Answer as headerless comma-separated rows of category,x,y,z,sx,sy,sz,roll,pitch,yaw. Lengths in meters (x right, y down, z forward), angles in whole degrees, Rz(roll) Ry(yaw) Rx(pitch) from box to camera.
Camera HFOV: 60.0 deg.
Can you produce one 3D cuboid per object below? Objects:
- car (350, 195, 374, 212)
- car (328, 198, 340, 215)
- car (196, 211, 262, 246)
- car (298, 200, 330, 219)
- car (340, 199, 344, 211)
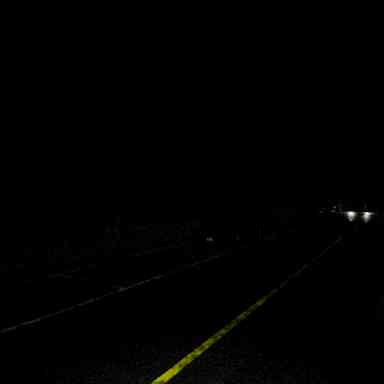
car,19.970,1.478,39.380,1.882,1.535,5.008,0,0,32
car,13.571,1.566,34.144,1.947,1.339,4.313,0,0,32
car,1.865,1.566,15.398,1.947,1.339,4.313,0,0,32
car,10.644,1.582,29.458,1.802,1.307,4.206,0,0,32
car,16.497,1.441,38.830,1.967,1.590,4.097,0,0,32
